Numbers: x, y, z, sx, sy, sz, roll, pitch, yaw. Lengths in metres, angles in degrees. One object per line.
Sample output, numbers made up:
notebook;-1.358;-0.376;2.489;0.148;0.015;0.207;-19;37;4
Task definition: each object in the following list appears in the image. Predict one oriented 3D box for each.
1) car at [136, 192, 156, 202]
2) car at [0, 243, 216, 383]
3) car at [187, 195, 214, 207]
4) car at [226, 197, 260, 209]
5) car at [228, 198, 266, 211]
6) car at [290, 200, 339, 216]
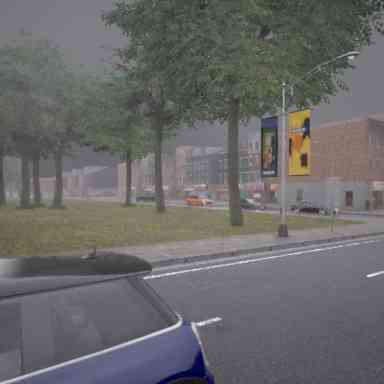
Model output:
car;-9.615;1.069;68.863;2.150;2.045;5.566;1;0;-36
car;-2.038;1.355;2.238;4.553;1.767;2.097;1;0;-37
car;1.161;1.272;48.743;2.097;1.767;4.553;1;0;-35
car;6.907;1.508;45.738;1.812;1.442;4.674;1;0;-35
car;6.883;1.518;40.721;1.812;1.442;4.674;1;0;-36
car;12.213;1.568;33.265;2.128;1.511;4.902;1;0;-36
